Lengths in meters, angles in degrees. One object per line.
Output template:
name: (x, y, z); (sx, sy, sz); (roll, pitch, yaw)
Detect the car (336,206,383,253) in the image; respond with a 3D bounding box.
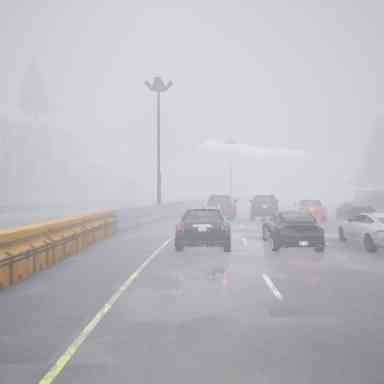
car: (7.541, 1.532, 13.537); (1.812, 1.442, 4.674); (0, 0, 5)

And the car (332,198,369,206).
car: (12.902, 1.484, 26.481); (1.882, 1.535, 5.008); (0, 0, 11)

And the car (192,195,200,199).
car: (1.639, 1.520, 84.320); (1.994, 1.385, 4.181); (0, 0, 30)

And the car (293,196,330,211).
car: (9.460, 1.366, 27.118); (2.097, 1.767, 4.553); (0, 0, 11)

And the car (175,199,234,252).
car: (0.566, 1.365, 14.133); (2.097, 1.767, 4.553); (0, 0, 5)

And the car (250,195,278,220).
car: (6.035, 1.257, 27.843); (2.150, 2.045, 5.566); (0, 0, 11)

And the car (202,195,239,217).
car: (2.599, 1.257, 28.509); (2.150, 2.045, 5.566); (0, 0, 11)

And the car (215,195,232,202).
car: (7.602, 1.519, 80.655); (2.033, 1.411, 5.357); (0, 0, 30)

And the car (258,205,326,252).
car: (4.055, 1.516, 13.850); (1.837, 1.490, 4.892); (0, 0, 5)

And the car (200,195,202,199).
car: (4.620, 1.473, 82.488); (1.837, 1.490, 4.892); (0, 0, 30)

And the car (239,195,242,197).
car: (10.583, 1.463, 78.822); (1.882, 1.535, 5.008); (0, 0, 30)
